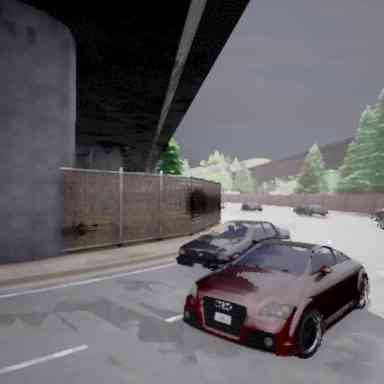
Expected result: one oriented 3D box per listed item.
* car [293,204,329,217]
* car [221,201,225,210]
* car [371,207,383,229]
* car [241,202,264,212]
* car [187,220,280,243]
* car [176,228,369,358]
[{"bbox_3d":[13.325,2.004,37.540,2.033,1.411,5.357,0,-1,-7],"label":"car"},{"bbox_3d":[4.018,2.075,53.084,1.837,1.490,4.892,0,-1,-8],"label":"car"},{"bbox_3d":[13.334,1.776,20.881,2.128,1.511,4.902,0,-1,13],"label":"car"},{"bbox_3d":[8.378,2.076,46.917,2.033,1.411,5.357,0,-1,-8],"label":"car"},{"bbox_3d":[1.755,1.674,11.317,2.033,1.411,5.357,0,-1,36],"label":"car"},{"bbox_3d":[1.784,1.638,6.231,1.994,1.385,4.181,0,-1,42],"label":"car"}]
